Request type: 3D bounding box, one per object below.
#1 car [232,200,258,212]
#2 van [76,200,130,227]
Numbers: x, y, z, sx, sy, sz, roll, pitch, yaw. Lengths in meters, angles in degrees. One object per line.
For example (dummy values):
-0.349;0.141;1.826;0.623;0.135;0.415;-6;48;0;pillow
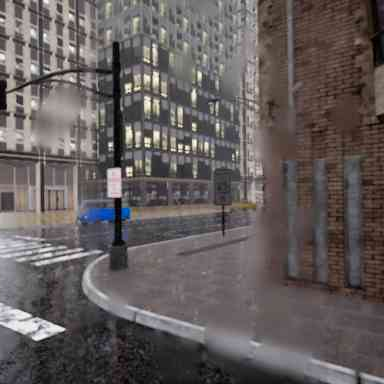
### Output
6.593;1.669;41.560;1.752;1.417;4.829;-1;-1;36;car
-6.242;1.440;23.650;1.690;1.788;3.998;-1;-1;36;van
